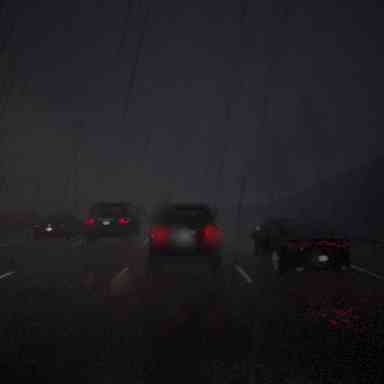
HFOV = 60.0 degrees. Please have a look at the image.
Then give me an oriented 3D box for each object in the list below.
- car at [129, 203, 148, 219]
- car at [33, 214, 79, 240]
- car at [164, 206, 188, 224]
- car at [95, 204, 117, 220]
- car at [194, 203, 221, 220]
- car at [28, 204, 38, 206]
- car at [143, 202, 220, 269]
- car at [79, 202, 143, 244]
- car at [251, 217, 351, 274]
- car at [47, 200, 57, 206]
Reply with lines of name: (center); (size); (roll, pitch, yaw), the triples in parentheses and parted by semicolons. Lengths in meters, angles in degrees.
car: (-5.976, 2.073, 37.225); (1.882, 1.535, 5.008); (-1, -1, -9)
car: (-7.664, 1.960, 19.619); (1.994, 1.385, 4.181); (-1, -1, -3)
car: (-1.496, 2.020, 29.866); (1.895, 1.301, 4.718); (-1, -1, -6)
car: (-9.504, 2.134, 37.094); (1.882, 1.535, 5.008); (-1, -1, -9)
car: (1.503, 1.928, 34.180); (1.837, 1.490, 4.892); (-1, 0, -8)
car: (-33.106, 2.656, 69.351); (2.033, 1.411, 5.357); (-1, -1, -23)
car: (-0.293, 1.387, 11.978); (2.150, 2.045, 5.566); (-1, 0, -2)
car: (-4.051, 1.530, 17.798); (2.150, 2.045, 5.566); (-1, -1, -3)
car: (3.251, 1.564, 10.937); (1.882, 1.535, 5.008); (-1, -1, -2)
car: (-29.876, 2.576, 70.698); (1.837, 1.490, 4.892); (-1, -1, -23)
